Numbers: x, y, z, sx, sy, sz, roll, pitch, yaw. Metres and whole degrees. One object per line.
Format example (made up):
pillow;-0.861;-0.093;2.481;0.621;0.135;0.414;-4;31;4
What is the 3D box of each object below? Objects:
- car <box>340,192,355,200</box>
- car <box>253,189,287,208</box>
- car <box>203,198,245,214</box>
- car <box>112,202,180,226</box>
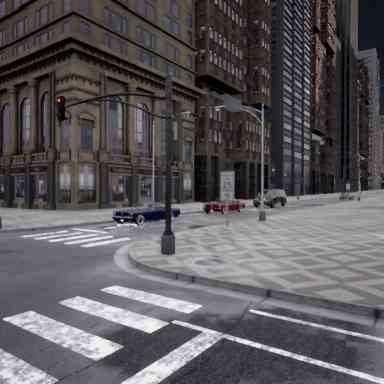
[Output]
car;27.115;0.682;58.122;2.033;1.411;5.357;0;1;33
car;9.063;0.695;38.299;2.150;2.045;5.566;0;1;36
car;2.924;1.216;29.691;1.895;1.301;4.718;0;1;35
car;-2.877;1.350;21.557;1.895;1.301;4.718;0;1;36
